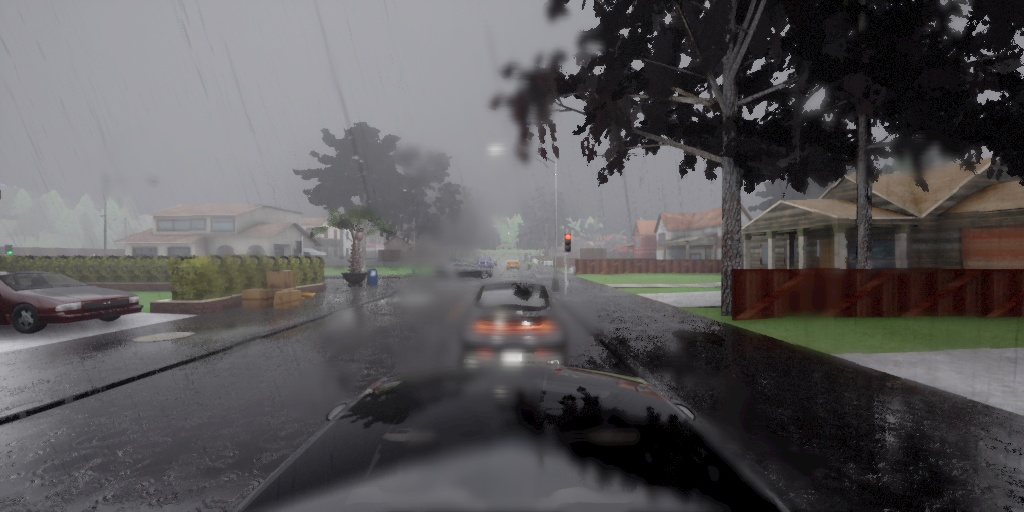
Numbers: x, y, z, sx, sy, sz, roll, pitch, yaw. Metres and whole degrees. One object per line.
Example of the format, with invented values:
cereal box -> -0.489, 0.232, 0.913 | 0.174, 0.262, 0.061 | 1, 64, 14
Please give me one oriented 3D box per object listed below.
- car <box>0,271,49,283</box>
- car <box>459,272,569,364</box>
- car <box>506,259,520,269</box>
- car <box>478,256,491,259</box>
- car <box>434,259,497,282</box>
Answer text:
car -> -43.850, 1.242, 30.851 | 4.902, 1.511, 2.128 | 0, 0, 0
car -> 0.047, 1.255, 7.654 | 1.837, 1.490, 4.892 | 0, 0, 1
car -> 0.142, 1.227, 55.963 | 1.882, 1.535, 5.008 | 0, 0, 0
car -> -4.059, 0.971, 52.258 | 2.150, 2.045, 5.566 | 0, 0, 0
car -> -3.937, 1.241, 29.304 | 4.902, 1.511, 2.128 | 0, 0, -35
